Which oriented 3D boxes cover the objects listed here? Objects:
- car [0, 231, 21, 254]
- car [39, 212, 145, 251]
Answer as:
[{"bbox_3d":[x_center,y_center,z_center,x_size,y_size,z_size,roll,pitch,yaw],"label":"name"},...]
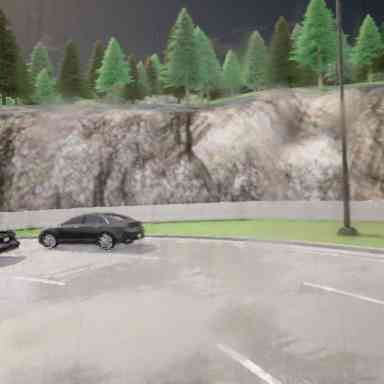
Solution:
[{"bbox_3d":[-9.351,1.905,12.316,5.357,1.411,2.033,-2,0,0],"label":"car"},{"bbox_3d":[-4.459,1.665,14.654,4.892,1.490,1.837,-2,-1,20],"label":"car"}]
